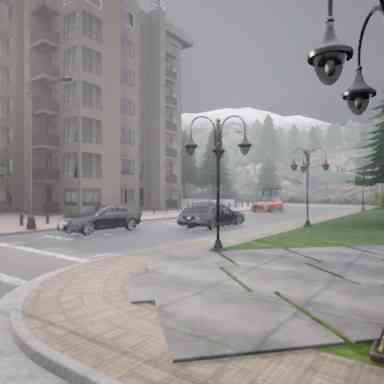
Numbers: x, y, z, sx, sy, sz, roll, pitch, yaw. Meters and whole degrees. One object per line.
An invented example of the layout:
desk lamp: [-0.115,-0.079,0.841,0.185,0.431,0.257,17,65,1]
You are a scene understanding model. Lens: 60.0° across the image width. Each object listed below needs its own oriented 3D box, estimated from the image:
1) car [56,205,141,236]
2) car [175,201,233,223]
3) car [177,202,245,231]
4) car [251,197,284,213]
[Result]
car: [-4.969,1.459,18.307,2.128,1.511,4.902,0,0,36]
car: [1.113,1.515,26.649,2.033,1.411,5.357,0,0,35]
car: [1.315,1.519,20.760,2.033,1.411,5.357,0,0,37]
car: [8.251,1.320,36.345,2.097,1.767,4.553,0,0,38]
